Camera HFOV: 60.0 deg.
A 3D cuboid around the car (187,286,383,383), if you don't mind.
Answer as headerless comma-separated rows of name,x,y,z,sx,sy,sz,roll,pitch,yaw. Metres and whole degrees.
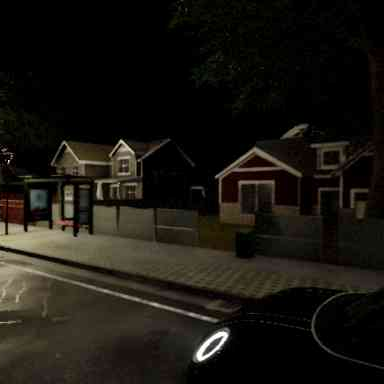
car,2.155,1.356,2.455,4.553,1.767,2.097,1,0,35
